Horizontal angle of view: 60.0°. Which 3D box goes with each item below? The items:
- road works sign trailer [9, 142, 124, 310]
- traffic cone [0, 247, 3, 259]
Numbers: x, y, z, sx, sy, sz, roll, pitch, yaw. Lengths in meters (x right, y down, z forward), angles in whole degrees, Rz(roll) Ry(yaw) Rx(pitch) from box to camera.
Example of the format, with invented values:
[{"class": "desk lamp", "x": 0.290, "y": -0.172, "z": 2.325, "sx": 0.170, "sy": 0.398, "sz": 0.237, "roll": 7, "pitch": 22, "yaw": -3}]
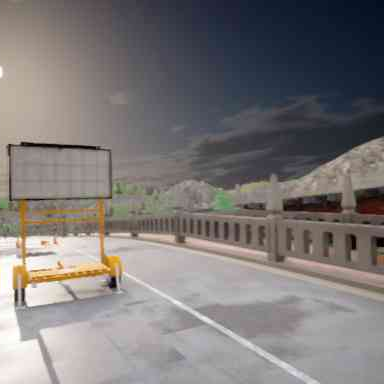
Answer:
[{"class": "road works sign trailer", "x": -3.250, "y": 0.600, "z": 8.398, "sx": 2.380, "sy": 3.560, "sz": 2.880, "roll": -1, "pitch": -2, "yaw": -28}, {"class": "traffic cone", "x": -8.012, "y": 2.465, "z": 13.708, "sx": 0.340, "sy": 0.580, "sz": 0.340, "roll": -1, "pitch": -3, "yaw": -30}]
